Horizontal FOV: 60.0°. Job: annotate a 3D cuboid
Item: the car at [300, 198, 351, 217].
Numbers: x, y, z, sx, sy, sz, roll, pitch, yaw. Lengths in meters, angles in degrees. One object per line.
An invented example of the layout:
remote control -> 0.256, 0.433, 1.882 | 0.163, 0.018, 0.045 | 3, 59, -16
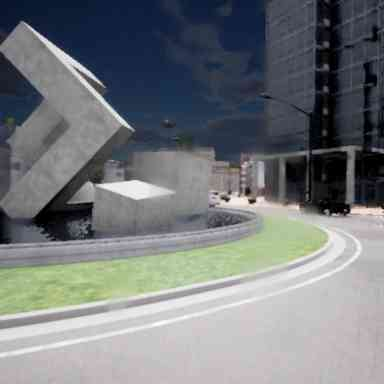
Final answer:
car -> 11.787, 1.320, 29.815 | 1.882, 1.535, 5.008 | 1, 0, -22

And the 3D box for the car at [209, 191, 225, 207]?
car -> 0.868, 0.846, 41.807 | 5.566, 2.045, 2.150 | 1, 1, 28
